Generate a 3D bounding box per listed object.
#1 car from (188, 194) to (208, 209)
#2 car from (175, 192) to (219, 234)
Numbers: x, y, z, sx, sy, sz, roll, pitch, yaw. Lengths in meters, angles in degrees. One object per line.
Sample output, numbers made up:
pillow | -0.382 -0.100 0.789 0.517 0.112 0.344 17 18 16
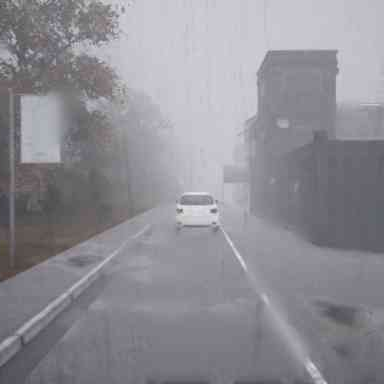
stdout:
car | 0.667 1.023 36.637 2.033 1.411 5.357 0 1 2
car | 0.257 1.004 17.959 2.150 2.045 5.566 0 1 1
